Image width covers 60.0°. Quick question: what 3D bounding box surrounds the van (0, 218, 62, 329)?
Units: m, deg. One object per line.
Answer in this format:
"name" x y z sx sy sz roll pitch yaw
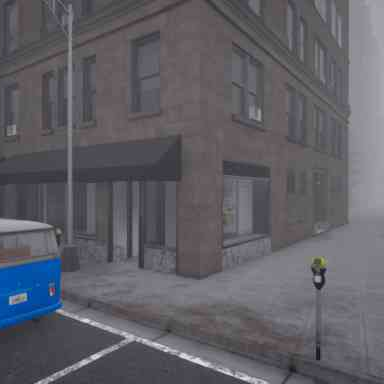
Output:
"van" -4.073 1.340 5.985 3.998 1.788 1.690 0 0 36
